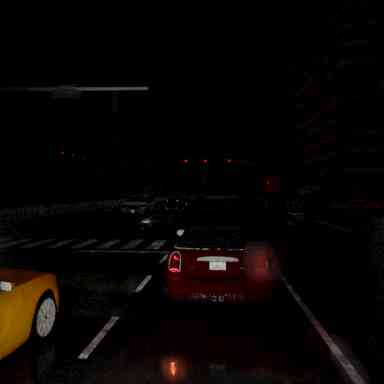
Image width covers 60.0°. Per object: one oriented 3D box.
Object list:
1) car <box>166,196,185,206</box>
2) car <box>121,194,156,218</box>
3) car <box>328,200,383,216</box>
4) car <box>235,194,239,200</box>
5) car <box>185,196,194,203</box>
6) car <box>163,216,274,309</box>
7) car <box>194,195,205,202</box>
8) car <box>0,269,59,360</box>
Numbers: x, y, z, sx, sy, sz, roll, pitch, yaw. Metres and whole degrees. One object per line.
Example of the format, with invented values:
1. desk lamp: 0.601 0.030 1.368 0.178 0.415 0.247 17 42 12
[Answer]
1. car: -2.877 1.369 52.979 2.097 1.767 4.553 0 0 5
2. car: -4.730 1.244 30.442 2.150 2.045 5.566 0 0 5
3. car: 16.333 1.544 33.424 5.008 1.535 1.882 0 0 5
4. car: 13.778 1.384 90.350 4.553 1.767 2.097 0 0 -41
5. car: -1.452 1.499 68.010 1.882 1.535 5.008 0 0 8
6. car: 0.653 1.355 8.116 2.097 1.767 4.553 0 0 5
7. car: 1.683 1.525 79.163 1.837 1.490 4.892 0 0 24
8. car: -3.263 1.479 3.513 1.882 1.535 5.008 0 0 5
